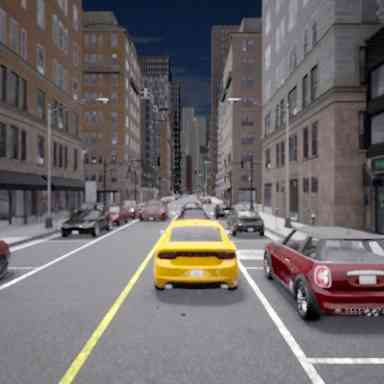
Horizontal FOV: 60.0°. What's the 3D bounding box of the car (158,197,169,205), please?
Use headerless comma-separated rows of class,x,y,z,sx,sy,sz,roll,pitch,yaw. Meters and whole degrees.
car,-5.646,1.777,66.446,1.802,1.307,4.206,0,0,0

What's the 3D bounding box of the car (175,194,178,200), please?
car,-5.601,1.849,93.319,1.752,1.417,4.829,0,0,0

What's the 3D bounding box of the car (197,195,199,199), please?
car,2.897,1.791,77.252,2.008,1.369,4.403,0,0,0

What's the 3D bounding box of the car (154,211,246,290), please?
car,0.090,1.499,9.163,1.882,1.535,5.008,0,0,0

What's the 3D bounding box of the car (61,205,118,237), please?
car,-5.674,1.609,18.341,1.947,1.339,4.313,0,0,0

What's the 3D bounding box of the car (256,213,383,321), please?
car,2.853,1.457,7.339,1.967,1.590,4.097,0,0,0

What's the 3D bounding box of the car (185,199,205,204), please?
car,-0.006,1.595,29.072,1.812,1.442,4.674,0,0,1

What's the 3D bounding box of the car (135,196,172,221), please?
car,-3.035,1.416,27.241,2.097,1.767,4.553,0,0,0

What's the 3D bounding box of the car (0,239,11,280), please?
car,-5.672,1.599,7.338,1.802,1.307,4.206,0,0,0

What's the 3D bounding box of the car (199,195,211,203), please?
car,2.878,1.634,66.435,1.967,1.590,4.097,0,0,0

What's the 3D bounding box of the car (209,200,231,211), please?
car,2.850,1.636,29.344,1.947,1.339,4.313,0,0,0

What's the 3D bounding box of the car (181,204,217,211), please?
car,0.104,1.609,19.159,1.994,1.385,4.181,0,0,-1

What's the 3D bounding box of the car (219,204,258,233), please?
car,2.851,1.593,18.342,2.008,1.369,4.403,0,0,0

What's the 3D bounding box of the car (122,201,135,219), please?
car,-5.676,1.510,29.344,1.967,1.590,4.097,0,0,0

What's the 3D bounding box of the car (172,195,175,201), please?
car,-5.628,1.792,77.263,2.008,1.369,4.403,0,0,0

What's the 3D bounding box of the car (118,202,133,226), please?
car,-5.675,1.639,23.842,1.802,1.307,4.206,0,0,0
